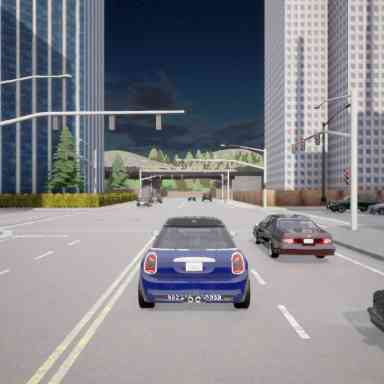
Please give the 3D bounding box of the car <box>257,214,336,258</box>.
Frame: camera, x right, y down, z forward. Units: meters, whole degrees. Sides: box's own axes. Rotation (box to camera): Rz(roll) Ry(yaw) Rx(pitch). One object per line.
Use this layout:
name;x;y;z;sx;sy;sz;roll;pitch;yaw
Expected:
car;3.604;1.547;12.688;2.033;1.411;5.357;0;0;1

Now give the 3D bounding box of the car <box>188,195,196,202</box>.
car;-0.040;1.501;77.749;1.812;1.442;4.674;0;0;0

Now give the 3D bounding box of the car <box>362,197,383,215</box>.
car;20.003;1.526;33.134;4.674;1.442;1.812;0;0;0

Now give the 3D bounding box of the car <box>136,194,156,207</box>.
car;-7.121;1.491;49.829;2.128;1.511;4.902;0;0;0

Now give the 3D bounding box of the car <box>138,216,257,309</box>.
car;0.055;1.352;8.059;2.097;1.767;4.553;0;0;0

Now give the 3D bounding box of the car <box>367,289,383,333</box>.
car;3.600;1.547;2.620;2.033;1.411;5.357;0;0;0

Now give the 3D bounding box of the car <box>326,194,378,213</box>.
car;17.825;1.221;36.667;5.566;2.045;2.150;0;0;0

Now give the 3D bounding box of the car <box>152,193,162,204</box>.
car;-7.073;1.222;64.897;2.150;2.045;5.566;0;0;0

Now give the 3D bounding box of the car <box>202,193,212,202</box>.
car;3.460;1.203;77.780;2.150;2.045;5.566;0;0;0
